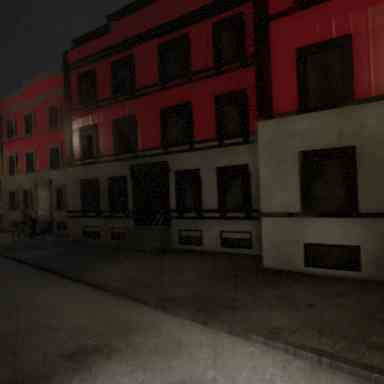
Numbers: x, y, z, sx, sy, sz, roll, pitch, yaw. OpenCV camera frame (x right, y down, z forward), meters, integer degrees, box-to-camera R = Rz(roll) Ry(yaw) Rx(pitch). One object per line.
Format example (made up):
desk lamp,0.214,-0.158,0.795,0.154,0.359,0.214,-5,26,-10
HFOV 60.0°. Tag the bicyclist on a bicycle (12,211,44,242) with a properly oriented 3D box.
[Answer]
bicyclist on a bicycle,-8.855,1.861,17.971,0.582,1.620,1.656,-3,0,45
